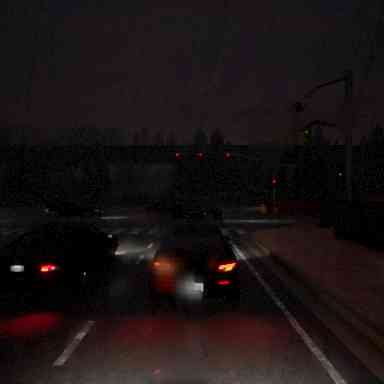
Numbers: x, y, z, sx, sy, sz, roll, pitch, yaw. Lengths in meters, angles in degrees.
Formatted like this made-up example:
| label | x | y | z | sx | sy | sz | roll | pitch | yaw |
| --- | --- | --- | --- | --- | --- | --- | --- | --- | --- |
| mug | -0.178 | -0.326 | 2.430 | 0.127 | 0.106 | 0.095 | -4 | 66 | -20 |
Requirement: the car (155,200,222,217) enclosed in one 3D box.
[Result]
| label | x | y | z | sx | sy | sz | roll | pitch | yaw |
| --- | --- | --- | --- | --- | --- | --- | --- | --- | --- |
| car | -0.122 | 1.491 | 25.714 | 4.902 | 1.511 | 2.128 | 0 | 0 | 0 |

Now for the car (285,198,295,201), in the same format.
| label | x | y | z | sx | sy | sz | roll | pitch | yaw |
| --- | --- | --- | --- | --- | --- | --- | --- | --- | --- |
| car | 14.117 | 1.526 | 46.834 | 4.674 | 1.442 | 1.812 | 0 | 0 | 2 |

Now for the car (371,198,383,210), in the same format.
| label | x | y | z | sx | sy | sz | roll | pitch | yaw |
| --- | --- | --- | --- | --- | --- | --- | --- | --- | --- |
| car | 26.178 | 1.526 | 43.281 | 4.674 | 1.442 | 1.812 | 0 | 0 | 0 |

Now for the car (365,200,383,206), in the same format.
| label | x | y | z | sx | sy | sz | roll | pitch | yaw |
| --- | --- | --- | --- | --- | --- | --- | --- | --- | --- |
| car | 17.943 | 1.564 | 29.114 | 4.181 | 1.385 | 1.994 | 0 | 0 | 0 |

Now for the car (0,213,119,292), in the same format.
| label | x | y | z | sx | sy | sz | roll | pitch | yaw |
| --- | --- | --- | --- | --- | --- | --- | --- | --- | --- |
| car | -3.421 | 1.547 | 9.028 | 2.033 | 1.411 | 5.357 | 0 | 0 | 0 |

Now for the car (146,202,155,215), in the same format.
| label | x | y | z | sx | sy | sz | roll | pitch | yaw |
| --- | --- | --- | --- | --- | --- | --- | --- | --- | --- |
| car | -2.164 | 1.525 | 32.725 | 4.674 | 1.442 | 1.812 | 0 | 0 | 0 |

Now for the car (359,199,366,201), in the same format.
| label | x | y | z | sx | sy | sz | roll | pitch | yaw |
| --- | --- | --- | --- | --- | --- | --- | --- | --- | --- |
| car | 23.225 | 1.601 | 46.793 | 4.718 | 1.301 | 1.895 | 0 | 0 | 0 |

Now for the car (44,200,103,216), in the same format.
| label | x | y | z | sx | sy | sz | roll | pitch | yaw |
| --- | --- | --- | --- | --- | --- | --- | --- | --- | --- |
| car | -10.382 | 1.505 | 29.271 | 4.892 | 1.490 | 1.837 | 0 | 0 | 0 |

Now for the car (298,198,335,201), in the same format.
| label | x | y | z | sx | sy | sz | roll | pitch | yaw |
| --- | --- | --- | --- | --- | --- | --- | --- | --- | --- |
| car | 16.916 | 1.491 | 43.320 | 4.902 | 1.511 | 2.128 | 0 | 0 | 0 |

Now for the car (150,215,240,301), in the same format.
| label | x | y | z | sx | sy | sz | roll | pitch | yaw |
| --- | --- | --- | --- | --- | --- | --- | --- | --- | --- |
| car | 0.071 | 1.526 | 8.207 | 1.812 | 1.442 | 4.674 | 0 | 0 | 0 |
